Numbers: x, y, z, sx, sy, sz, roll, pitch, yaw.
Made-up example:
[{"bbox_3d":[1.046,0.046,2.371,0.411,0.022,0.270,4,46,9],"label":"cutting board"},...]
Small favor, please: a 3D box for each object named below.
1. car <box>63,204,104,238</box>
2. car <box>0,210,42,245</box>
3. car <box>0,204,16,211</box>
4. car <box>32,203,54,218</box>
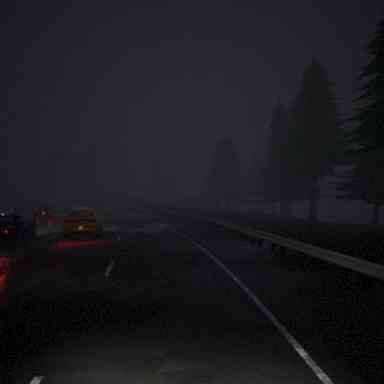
[{"bbox_3d":[-6.219,1.685,19.291,1.882,1.535,5.008,0,0,-13],"label":"car"},{"bbox_3d":[-9.084,1.797,16.397,1.895,1.301,4.718,0,-1,-12],"label":"car"},{"bbox_3d":[-18.987,1.930,33.756,1.812,1.442,4.674,0,-1,-26],"label":"car"},{"bbox_3d":[-15.517,1.920,34.621,1.812,1.442,4.674,0,-1,-25],"label":"car"}]
